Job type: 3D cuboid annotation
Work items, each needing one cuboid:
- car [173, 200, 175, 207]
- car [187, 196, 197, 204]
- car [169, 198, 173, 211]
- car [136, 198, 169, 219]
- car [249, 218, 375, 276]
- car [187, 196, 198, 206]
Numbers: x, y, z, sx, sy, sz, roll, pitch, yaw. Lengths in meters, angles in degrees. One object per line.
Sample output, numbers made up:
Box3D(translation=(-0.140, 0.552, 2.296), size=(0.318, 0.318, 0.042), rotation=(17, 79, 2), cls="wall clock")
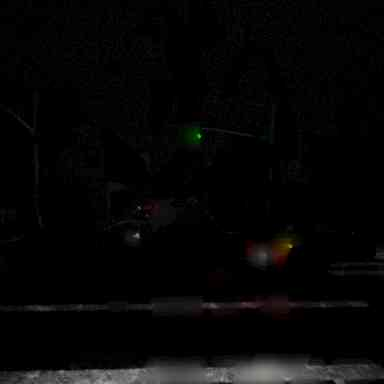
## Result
Box3D(translation=(-3.566, 1.578, 49.395), size=(1.812, 1.442, 4.674), rotation=(0, 0, 1), cls="car")
Box3D(translation=(-0.003, 1.571, 67.985), size=(2.128, 1.511, 4.902), rotation=(0, 0, 0), cls="car")
Box3D(translation=(-3.594, 1.567, 39.318), size=(1.812, 1.442, 4.674), rotation=(0, 0, 0), cls="car")
Box3D(translation=(-3.593, 1.383, 29.485), size=(2.097, 1.767, 4.553), rotation=(0, 0, 2), cls="car")
Box3D(translation=(3.752, 1.524, 10.319), size=(4.674, 1.442, 1.812), rotation=(0, -1, -37), cls="car")
Box3D(translation=(0.020, 1.662, 57.874), size=(1.895, 1.301, 4.718), rotation=(0, 0, 0), cls="car")
